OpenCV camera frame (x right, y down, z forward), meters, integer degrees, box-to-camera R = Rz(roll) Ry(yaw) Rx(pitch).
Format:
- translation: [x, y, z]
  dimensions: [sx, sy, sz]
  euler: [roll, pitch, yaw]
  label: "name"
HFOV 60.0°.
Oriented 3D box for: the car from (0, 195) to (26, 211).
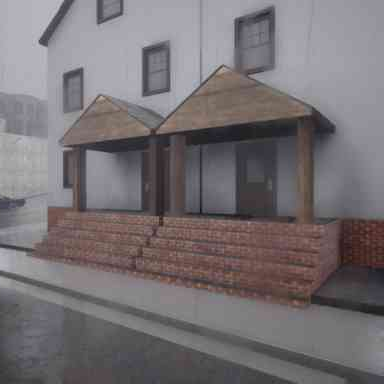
- translation: [-15.468, 1.012, 25.408]
  dimensions: [1.895, 1.301, 4.718]
  euler: [0, 6, 35]
  label: "car"
